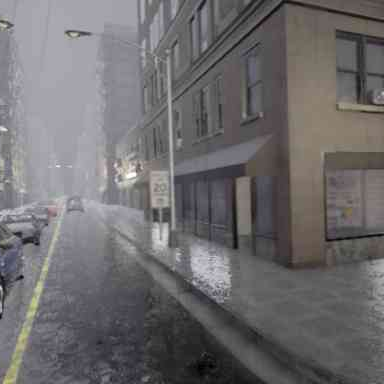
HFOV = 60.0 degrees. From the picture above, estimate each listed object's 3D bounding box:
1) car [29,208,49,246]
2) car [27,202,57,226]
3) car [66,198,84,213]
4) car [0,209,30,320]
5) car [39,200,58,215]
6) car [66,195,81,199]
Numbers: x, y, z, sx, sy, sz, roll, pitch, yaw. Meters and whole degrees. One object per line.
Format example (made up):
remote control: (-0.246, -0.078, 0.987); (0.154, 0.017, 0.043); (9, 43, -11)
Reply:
car: (-8.044, 1.715, 15.501); (1.994, 1.385, 4.181); (-2, 0, -20)
car: (-11.297, 1.753, 24.264); (2.033, 1.411, 5.357); (-2, 0, -20)
car: (-14.029, 1.762, 40.097); (2.033, 1.411, 5.357); (-2, 0, -20)
car: (-4.889, 1.450, 6.967); (2.097, 1.767, 4.553); (-2, 0, -20)
car: (-14.774, 1.617, 33.740); (2.097, 1.767, 4.553); (-2, 0, -20)
car: (-17.744, 1.499, 50.108); (2.150, 2.045, 5.566); (-2, 0, -21)
